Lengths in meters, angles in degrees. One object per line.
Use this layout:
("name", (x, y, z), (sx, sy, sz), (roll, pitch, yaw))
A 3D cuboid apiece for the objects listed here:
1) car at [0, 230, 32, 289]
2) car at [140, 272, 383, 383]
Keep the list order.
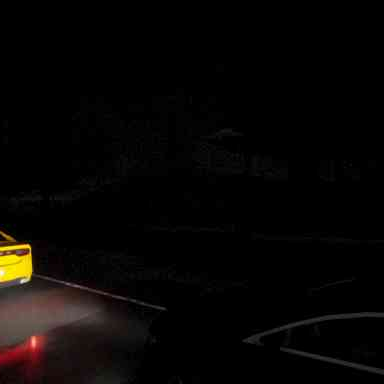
("car", (-5.887, 1.469, 8.037), (5.008, 1.535, 1.882), (0, 0, 35))
("car", (1.712, 1.492, 2.786), (4.902, 1.511, 2.128), (0, 0, 35))
